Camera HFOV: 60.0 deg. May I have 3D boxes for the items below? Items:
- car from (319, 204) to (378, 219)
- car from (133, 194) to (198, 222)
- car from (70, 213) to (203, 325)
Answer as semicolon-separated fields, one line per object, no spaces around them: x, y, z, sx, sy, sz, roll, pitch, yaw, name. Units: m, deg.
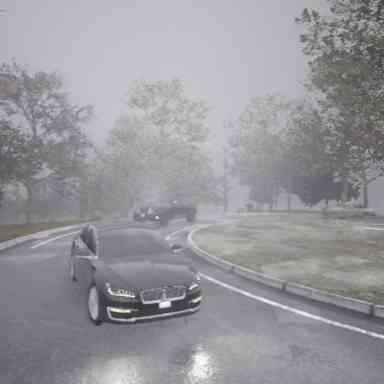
14.498;1.750;31.063;4.718;1.301;1.895;1;0;9;car
-1.649;1.129;22.957;2.150;2.045;5.566;1;0;30;car
-1.489;1.456;7.283;1.837;1.490;4.892;1;0;-26;car
